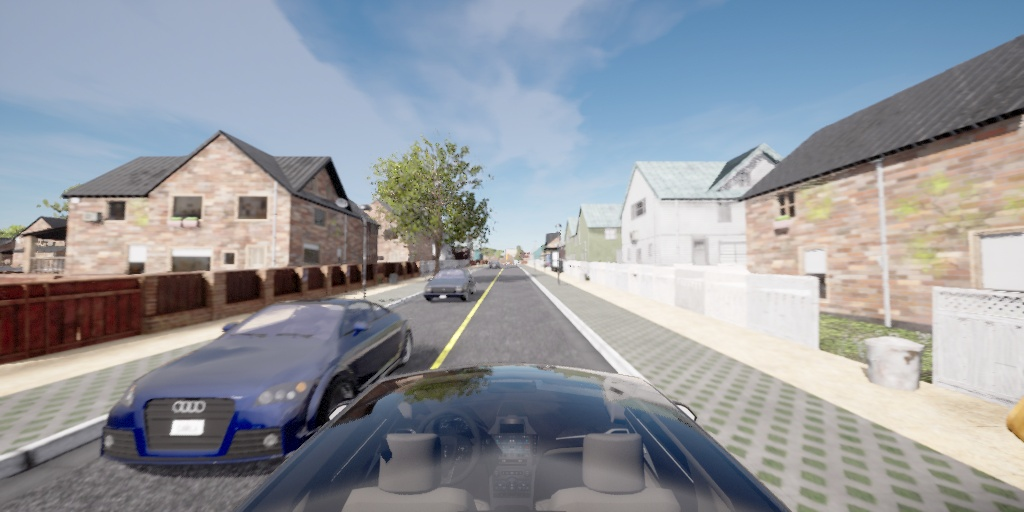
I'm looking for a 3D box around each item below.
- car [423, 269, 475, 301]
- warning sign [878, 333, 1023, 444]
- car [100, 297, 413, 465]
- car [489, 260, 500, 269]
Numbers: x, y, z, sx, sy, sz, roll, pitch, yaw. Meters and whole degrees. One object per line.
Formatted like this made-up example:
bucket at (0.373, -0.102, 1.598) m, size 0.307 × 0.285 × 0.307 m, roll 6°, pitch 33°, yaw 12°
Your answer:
car at (-2.890, 1.327, 17.680) m, size 2.033 × 1.411 × 5.357 m, roll 0°, pitch 0°, yaw 0°
warning sign at (2.525, 0.860, 1.295) m, size 1.300 × 1.860 × 1.060 m, roll 0°, pitch 0°, yaw 0°
car at (-2.856, 1.324, 5.142) m, size 1.994 × 1.385 × 4.181 m, roll 0°, pitch 0°, yaw 0°
car at (-2.989, 1.489, 62.085) m, size 2.128 × 1.511 × 4.902 m, roll 0°, pitch 0°, yaw 0°
